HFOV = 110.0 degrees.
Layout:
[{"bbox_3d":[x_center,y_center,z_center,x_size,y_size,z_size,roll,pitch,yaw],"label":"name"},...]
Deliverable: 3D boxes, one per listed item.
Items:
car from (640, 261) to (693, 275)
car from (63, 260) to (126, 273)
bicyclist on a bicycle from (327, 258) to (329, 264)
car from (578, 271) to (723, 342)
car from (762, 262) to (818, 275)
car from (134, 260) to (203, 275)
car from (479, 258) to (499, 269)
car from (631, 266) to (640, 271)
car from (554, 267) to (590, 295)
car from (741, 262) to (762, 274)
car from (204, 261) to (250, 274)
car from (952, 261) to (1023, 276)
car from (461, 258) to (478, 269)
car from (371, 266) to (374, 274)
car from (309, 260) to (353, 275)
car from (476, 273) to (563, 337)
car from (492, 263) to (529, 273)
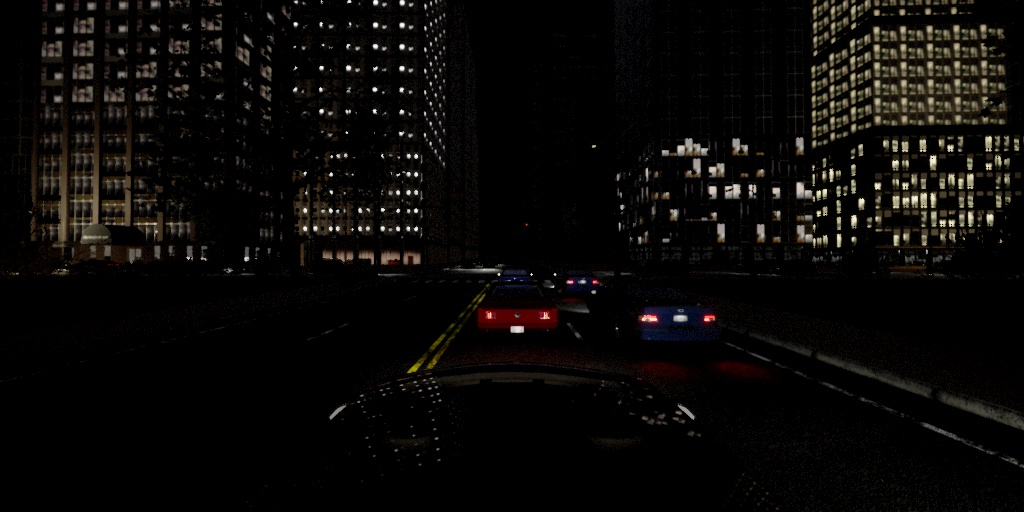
[{"bbox_3d":[17.213,1.280,39.412,4.902,1.511,2.128,0,-1,2],"label":"car"},{"bbox_3d":[-49.017,1.201,42.141,4.892,1.490,1.837,0,-1,3],"label":"car"},{"bbox_3d":[-24.936,1.137,48.779,0.582,1.620,1.656,0,-1,2],"label":"bicyclist on a bicycle"},{"bbox_3d":[3.383,1.297,9.694,2.033,1.411,5.357,0,0,0],"label":"car"},{"bbox_3d":[30.506,1.330,38.977,4.674,1.442,1.812,0,-1,2],"label":"car"},{"bbox_3d":[-33.338,1.151,34.955,4.674,1.442,1.812,0,-1,2],"label":"car"},{"bbox_3d":[-3.628,1.208,57.650,2.128,1.511,4.902,0,0,-1],"label":"car"},{"bbox_3d":[17.037,1.381,42.669,5.357,1.411,2.033,0,-1,2],"label":"car"},{"bbox_3d":[3.433,1.294,19.764,2.033,1.411,5.357,0,0,0],"label":"car"},{"bbox_3d":[29.433,1.412,42.275,4.181,1.385,1.994,0,-1,2],"label":"car"},{"bbox_3d":[-30.410,1.239,38.105,4.181,1.385,1.994,0,-1,2],"label":"car"},{"bbox_3d":[50.986,1.310,38.249,5.008,1.535,1.882,0,-1,2],"label":"car"},{"bbox_3d":[-6.863,1.221,56.799,1.837,1.490,4.892,0,0,0],"label":"car"},{"bbox_3d":[-16.376,1.260,37.643,4.181,1.385,1.994,0,-1,1],"label":"car"},{"bbox_3d":[-16.825,1.140,34.363,4.902,1.511,2.128,0,-1,3],"label":"car"},{"bbox_3d":[0.136,1.350,10.227,1.895,1.301,4.718,0,0,0],"label":"car"},{"bbox_3d":[0.183,1.295,19.803,2.033,1.411,5.357,0,0,0],"label":"car"}]
